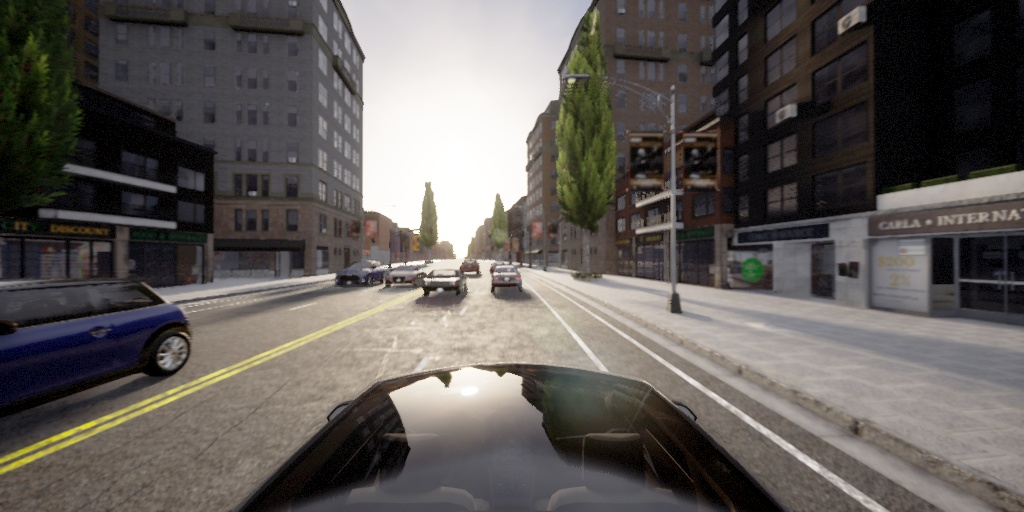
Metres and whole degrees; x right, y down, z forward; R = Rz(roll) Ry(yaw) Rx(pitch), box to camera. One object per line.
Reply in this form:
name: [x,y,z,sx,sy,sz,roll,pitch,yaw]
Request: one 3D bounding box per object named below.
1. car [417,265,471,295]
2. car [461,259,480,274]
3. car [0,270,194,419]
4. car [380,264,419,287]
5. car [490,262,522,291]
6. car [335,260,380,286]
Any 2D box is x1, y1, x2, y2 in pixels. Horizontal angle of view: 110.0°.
car: [-3.539,1.347,19.561,1.895,1.301,4.718,0,0,-2]
car: [-4.747,1.110,40.986,2.097,1.767,4.553,0,0,-4]
car: [-6.653,1.107,4.373,2.097,1.767,4.553,0,0,-1]
car: [-7.128,1.314,24.314,1.994,1.385,4.181,0,0,-2]
car: [-0.368,1.291,21.856,2.033,1.411,5.357,0,0,-2]
car: [-10.405,1.103,24.953,2.097,1.767,4.553,0,0,-2]
